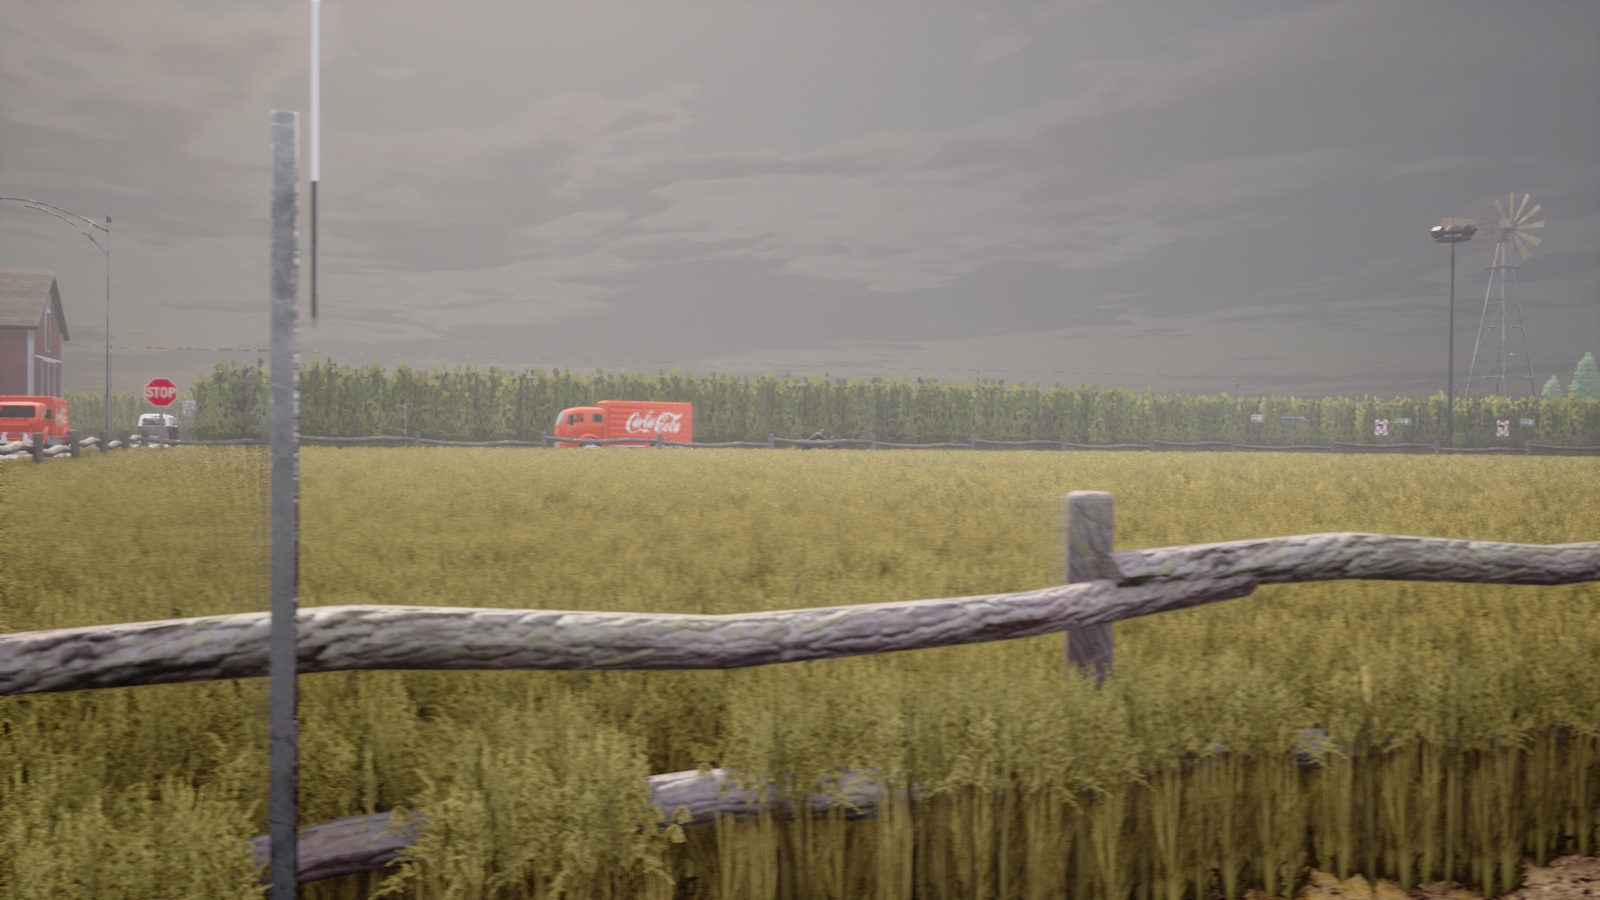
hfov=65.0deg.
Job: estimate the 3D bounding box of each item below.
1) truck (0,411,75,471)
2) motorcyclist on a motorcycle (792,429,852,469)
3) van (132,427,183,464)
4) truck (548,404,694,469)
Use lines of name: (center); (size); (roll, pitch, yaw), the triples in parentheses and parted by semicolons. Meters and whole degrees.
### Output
truck: (-33.369, -0.380, 54.346); (2.627, 2.467, 5.204); (-1, 0, -21)
motorcyclist on a motorcycle: (0.851, -0.064, 49.005); (2.191, 1.530, 0.866); (-1, 1, -20)
van: (-36.540, -0.252, 71.542); (2.069, 2.038, 4.480); (-1, 1, -21)
truck: (-7.048, -0.548, 49.364); (5.204, 2.467, 2.627); (-1, 1, -20)
